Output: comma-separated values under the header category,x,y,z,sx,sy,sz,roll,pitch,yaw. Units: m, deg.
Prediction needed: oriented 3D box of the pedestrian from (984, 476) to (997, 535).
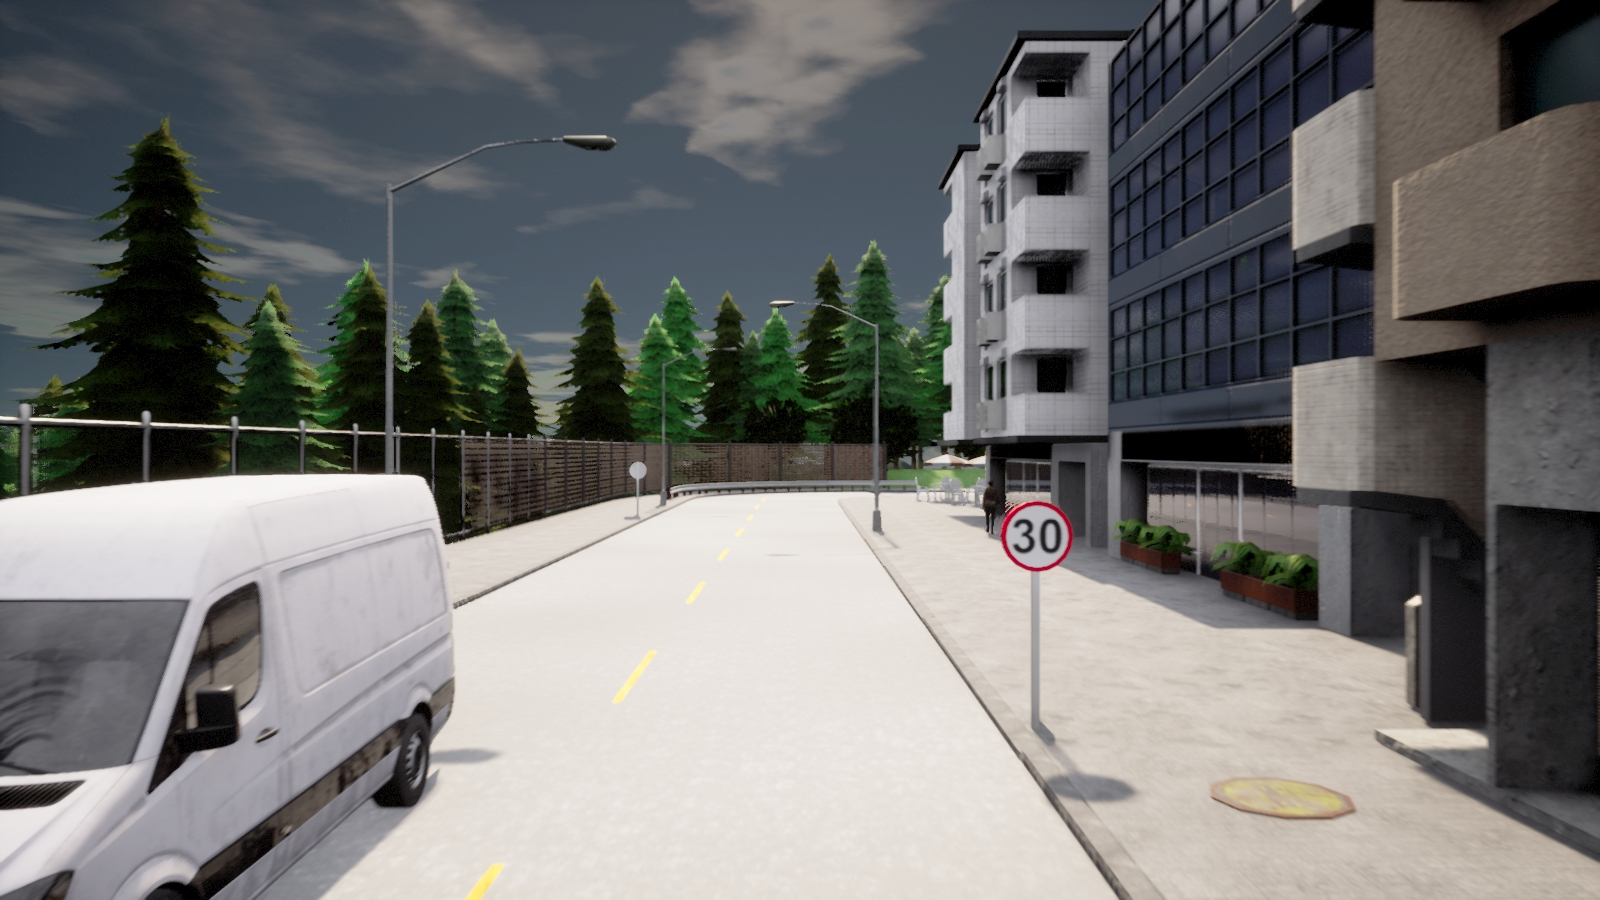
category,x,y,z,sx,sy,sz,roll,pitch,yaw
pedestrian,6.002,1.744,35.973,0.375,1.860,0.375,0,0,2

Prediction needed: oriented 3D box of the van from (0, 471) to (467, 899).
category,x,y,z,sx,sy,sz,roll,pitch,yaw
van,-4.002,1.529,7.327,1.988,2.561,5.915,0,1,0
